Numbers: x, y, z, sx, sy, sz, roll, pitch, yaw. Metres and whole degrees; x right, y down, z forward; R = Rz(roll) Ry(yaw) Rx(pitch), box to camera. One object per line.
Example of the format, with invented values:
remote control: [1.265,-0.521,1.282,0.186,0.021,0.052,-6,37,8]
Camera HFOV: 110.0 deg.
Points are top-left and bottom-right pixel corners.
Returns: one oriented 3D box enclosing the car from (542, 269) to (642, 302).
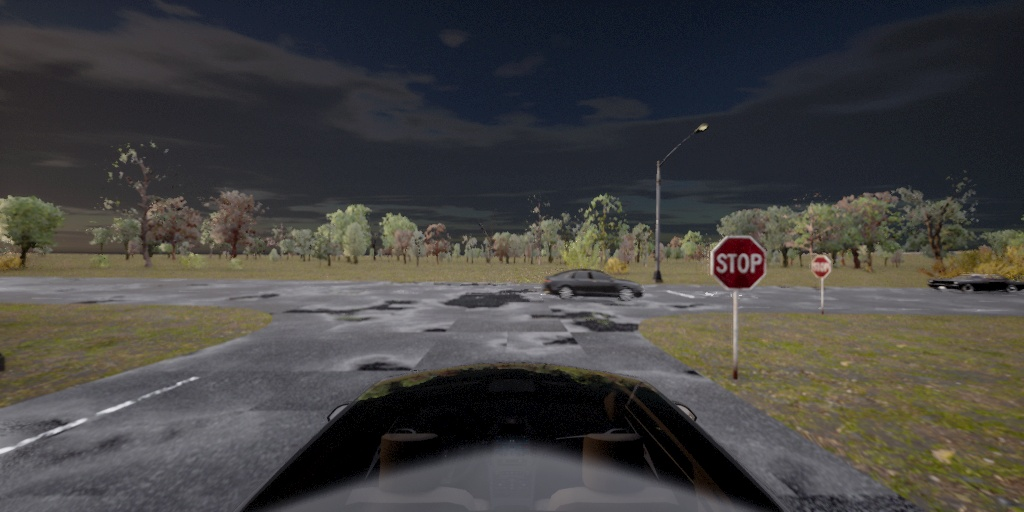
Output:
car: [3.980,1.427,17.951,4.892,1.490,1.837,1,0,0]

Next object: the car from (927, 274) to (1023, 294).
car: [31.965,1.896,24.782,4.718,1.301,1.895,0,0,0]
